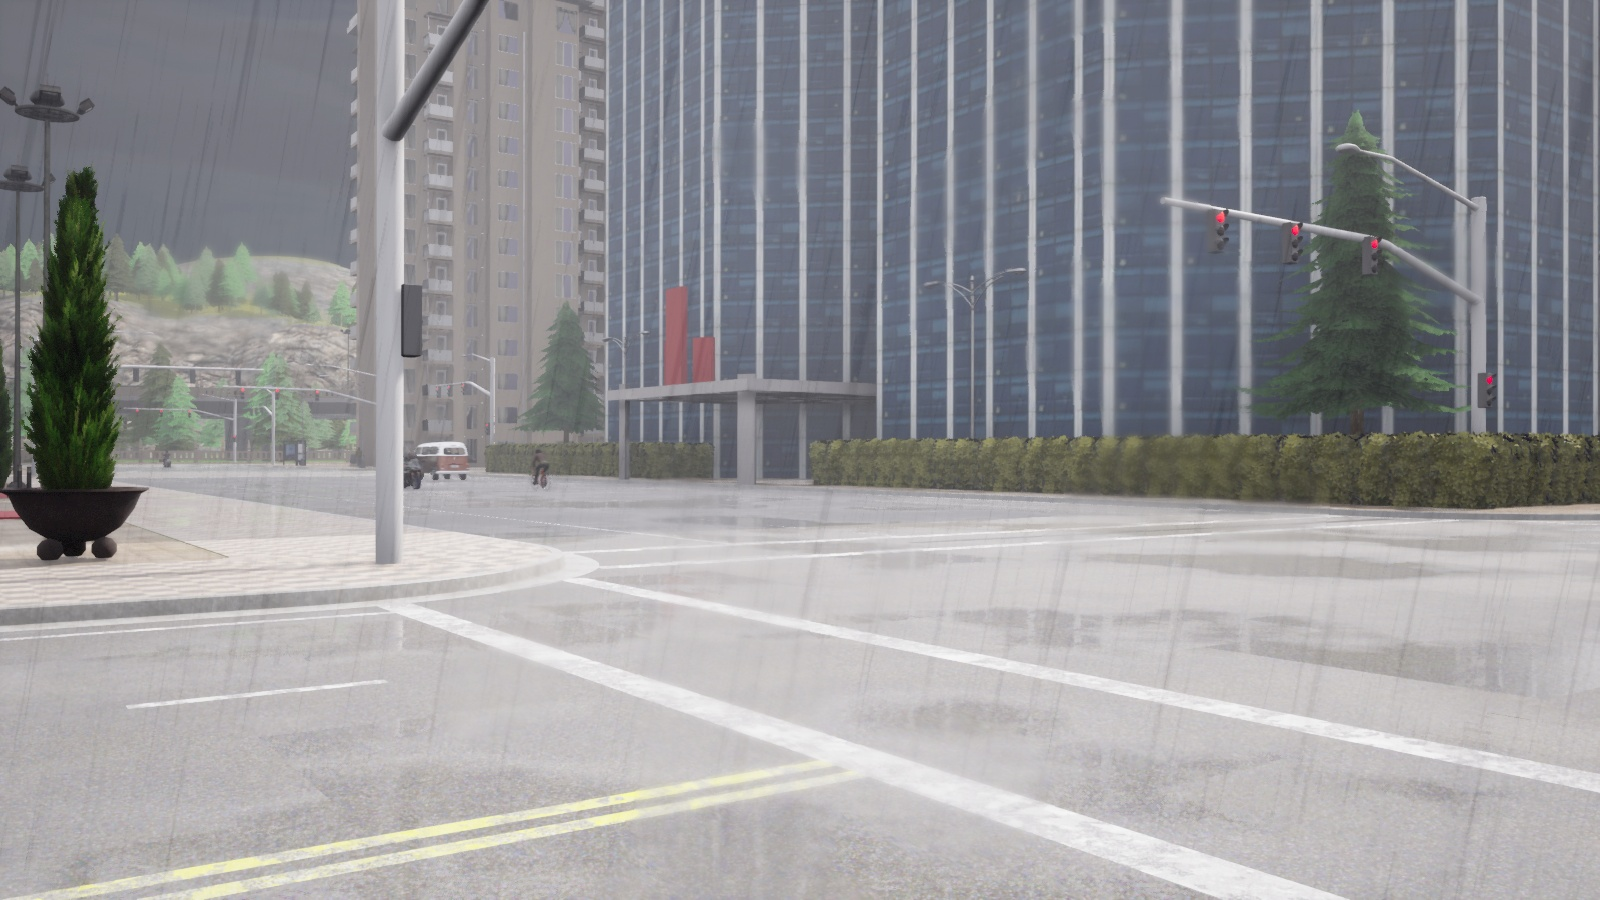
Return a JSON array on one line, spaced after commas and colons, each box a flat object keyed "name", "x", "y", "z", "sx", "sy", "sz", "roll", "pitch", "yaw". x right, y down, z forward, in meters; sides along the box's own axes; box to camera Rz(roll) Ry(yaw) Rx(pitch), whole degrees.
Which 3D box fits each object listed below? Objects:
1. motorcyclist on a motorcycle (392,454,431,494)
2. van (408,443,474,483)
[{"name": "motorcyclist on a motorcycle", "x": -15.462, "y": 0.935, "z": 49.931, "sx": 0.866, "sy": 1.530, "sz": 2.191, "roll": 0, "pitch": 0, "yaw": -35}, {"name": "van", "x": -19.368, "y": 0.675, "z": 67.598, "sx": 2.069, "sy": 2.038, "sz": 4.480, "roll": 0, "pitch": 0, "yaw": -35}]
